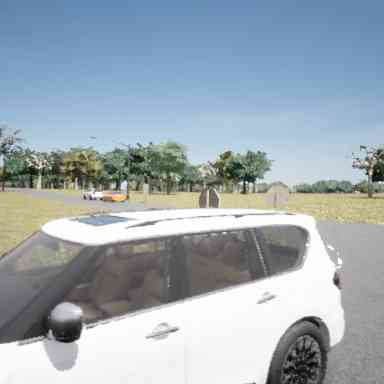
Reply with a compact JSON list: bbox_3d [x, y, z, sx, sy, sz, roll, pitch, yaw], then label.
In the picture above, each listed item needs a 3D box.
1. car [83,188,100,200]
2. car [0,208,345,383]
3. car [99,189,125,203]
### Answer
[{"bbox_3d":[-17.664,0.384,59.525,2.150,2.045,5.566,2,0,-36],"label":"car"},{"bbox_3d":[-0.728,1.233,3.352,5.566,2.045,2.150,0,0,-36],"label":"car"},{"bbox_3d":[-12.304,0.695,52.018,2.097,1.767,4.553,2,0,-36],"label":"car"}]
